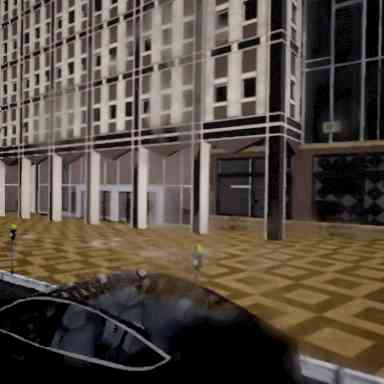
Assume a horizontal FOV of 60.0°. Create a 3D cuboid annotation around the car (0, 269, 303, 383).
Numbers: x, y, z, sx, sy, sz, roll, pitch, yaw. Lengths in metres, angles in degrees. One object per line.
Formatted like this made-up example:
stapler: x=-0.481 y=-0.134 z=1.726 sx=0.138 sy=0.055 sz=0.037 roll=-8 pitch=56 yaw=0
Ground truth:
car: x=-1.023 y=1.563 z=3.591 sx=4.313 sy=1.339 sz=1.947 roll=0 pitch=1 yaw=36
